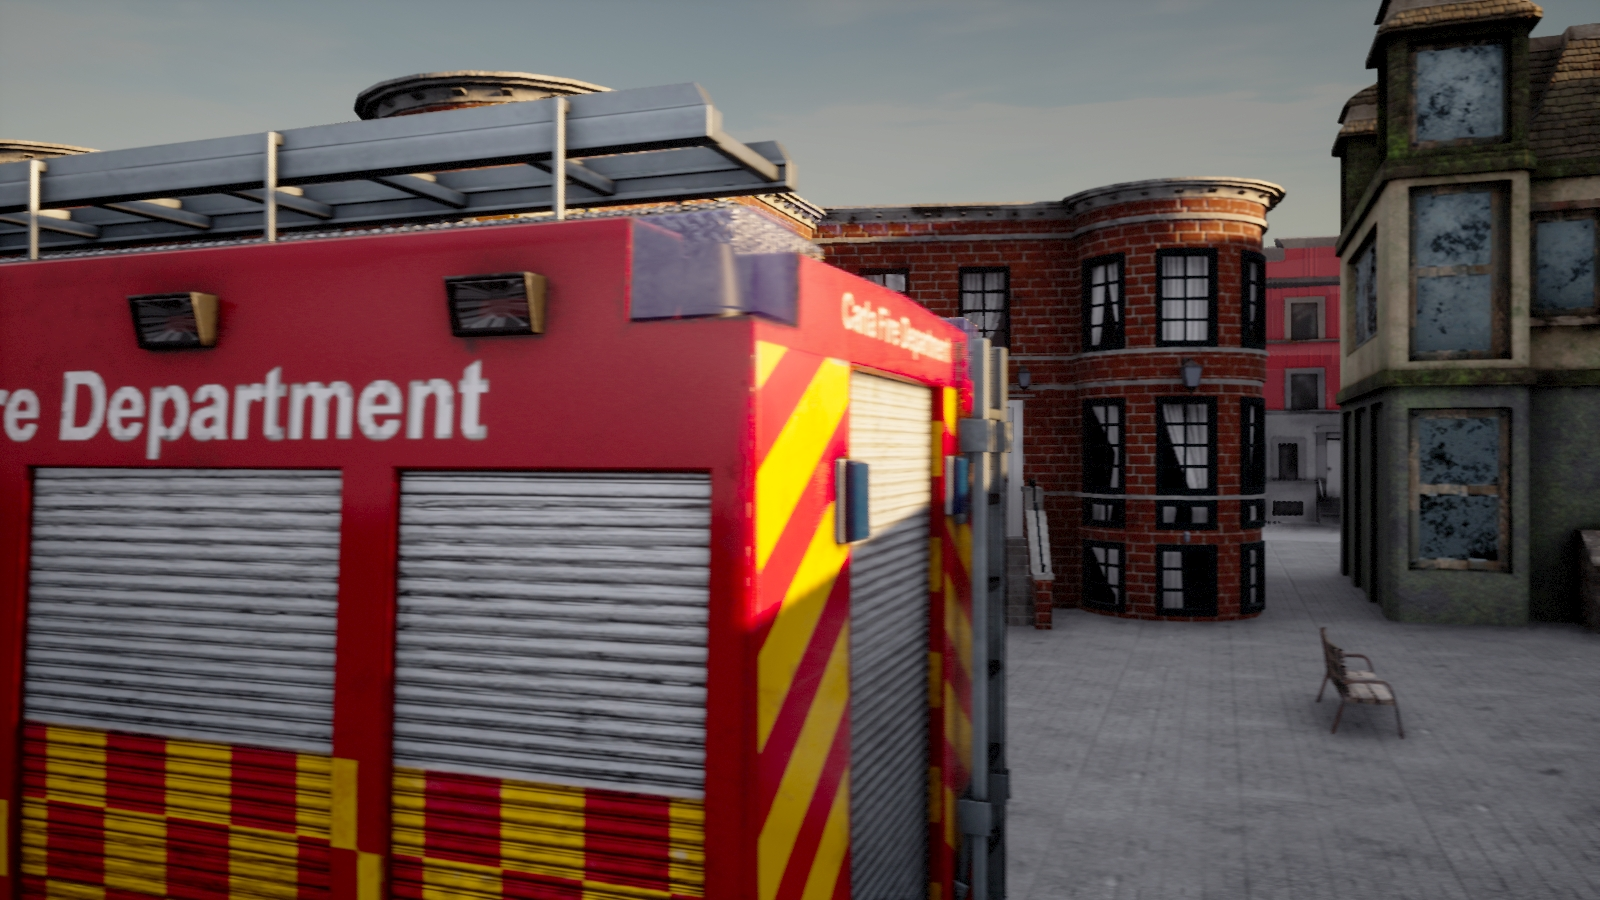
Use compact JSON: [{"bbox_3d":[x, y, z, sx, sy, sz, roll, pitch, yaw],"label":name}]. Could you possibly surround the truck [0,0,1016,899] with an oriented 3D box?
[{"bbox_3d":[-3.508,0.670,5.158,8.468,3.827,2.891,0,0,20],"label":"truck"}]
